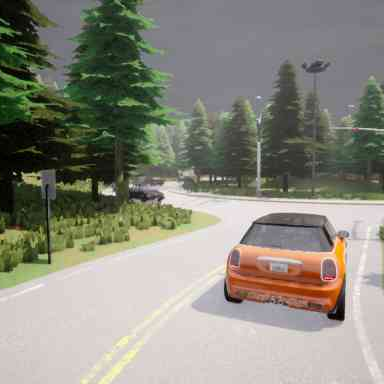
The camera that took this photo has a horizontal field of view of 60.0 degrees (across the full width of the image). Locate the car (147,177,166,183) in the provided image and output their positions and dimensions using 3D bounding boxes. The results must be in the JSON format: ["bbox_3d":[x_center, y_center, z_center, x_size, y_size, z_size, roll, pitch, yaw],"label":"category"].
[{"bbox_3d":[-5.758,-1.801,56.837,1.882,1.535,5.008,0,3,5],"label":"car"}]

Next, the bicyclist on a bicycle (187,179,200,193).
[{"bbox_3d":[0.160,-0.643,37.310,1.656,1.620,0.582,-3,5,-28],"label":"bicyclist on a bicycle"}]

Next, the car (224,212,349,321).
[{"bbox_3d":[2.359,1.241,7.548,2.097,1.767,4.553,2,2,25],"label":"car"}]

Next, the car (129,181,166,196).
[{"bbox_3d":[-4.521,0.079,30.804,2.033,1.411,5.357,-3,5,-35],"label":"car"}]

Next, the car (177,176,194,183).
[{"bbox_3d":[-1.299,-2.678,69.826,1.812,1.442,4.674,3,5,35],"label":"car"}]
